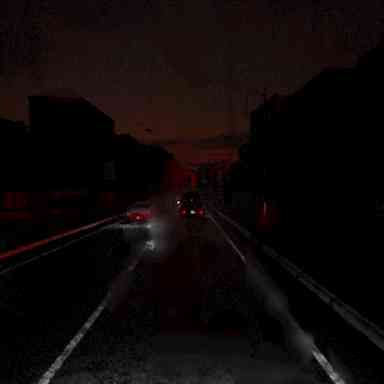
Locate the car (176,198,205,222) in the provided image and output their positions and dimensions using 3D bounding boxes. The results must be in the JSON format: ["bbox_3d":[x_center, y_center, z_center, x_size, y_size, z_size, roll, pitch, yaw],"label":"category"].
[{"bbox_3d":[0.021,1.392,24.633,2.033,1.411,5.357,0,0,0],"label":"car"}]

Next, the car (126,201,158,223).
[{"bbox_3d":[-3.507,1.375,23.920,1.812,1.442,4.674,0,0,0],"label":"car"}]

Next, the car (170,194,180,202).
[{"bbox_3d":[-3.340,1.080,65.276,1.882,1.535,5.008,0,1,1],"label":"car"}]

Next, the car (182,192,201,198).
[{"bbox_3d":[-0.059,1.003,40.860,2.150,2.045,5.566,0,1,0],"label":"car"}]
